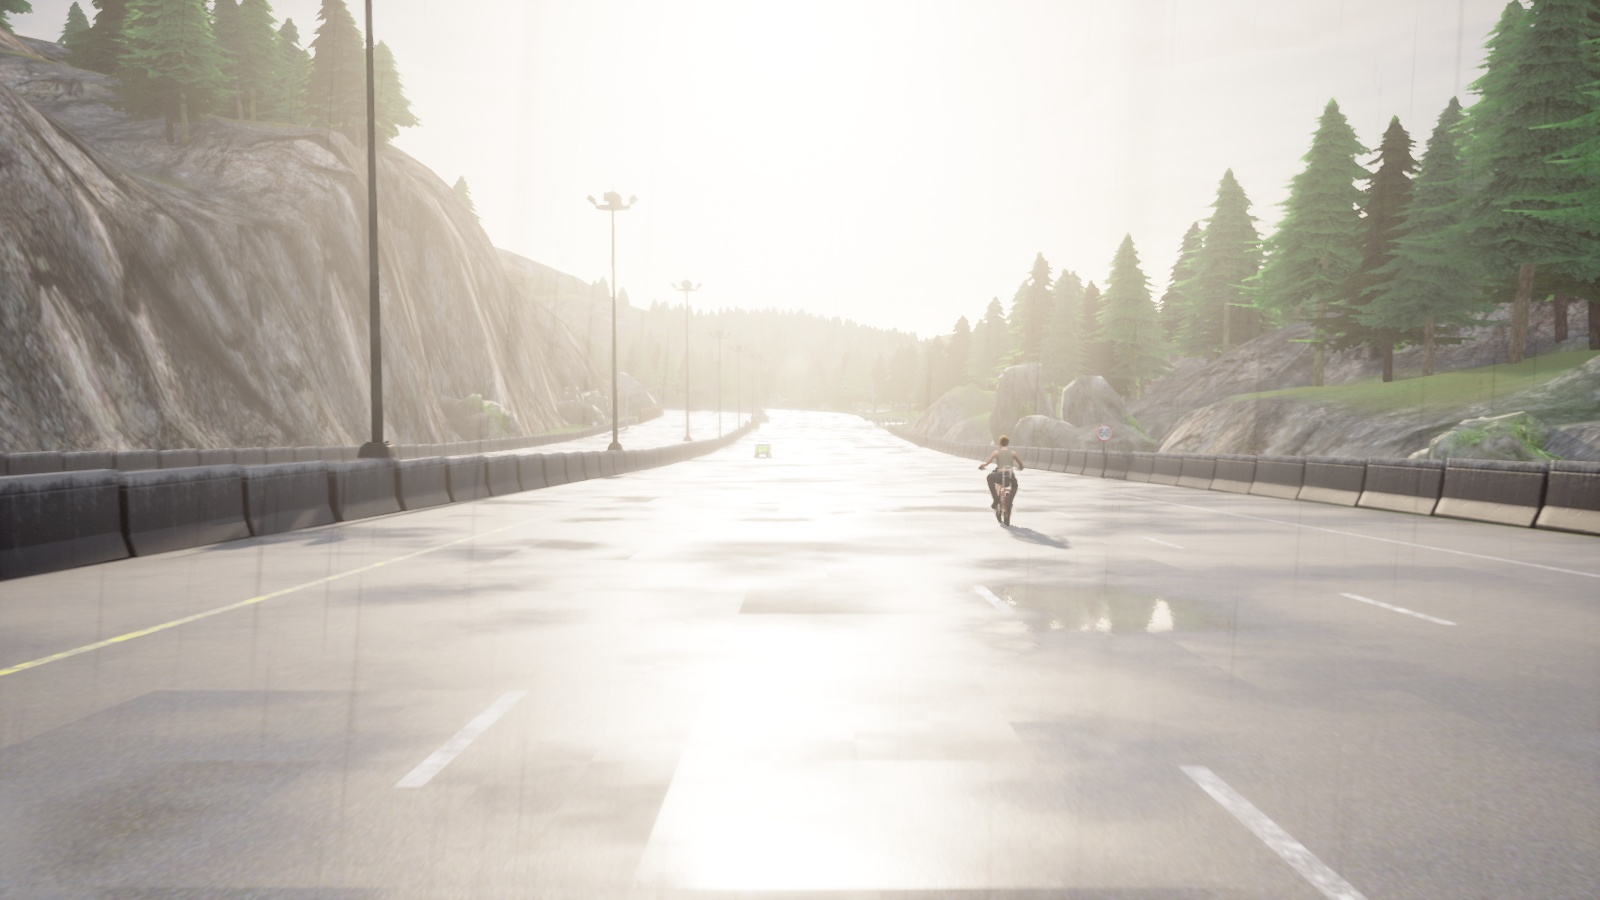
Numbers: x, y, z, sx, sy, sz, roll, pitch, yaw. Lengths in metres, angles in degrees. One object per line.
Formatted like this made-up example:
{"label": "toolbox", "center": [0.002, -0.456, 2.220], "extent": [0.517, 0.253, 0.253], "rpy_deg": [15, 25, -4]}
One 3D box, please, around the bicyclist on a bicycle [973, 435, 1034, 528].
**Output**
{"label": "bicyclist on a bicycle", "center": [3.664, 0.547, 22.719], "extent": [0.866, 1.612, 1.509], "rpy_deg": [0, 0, 0]}
